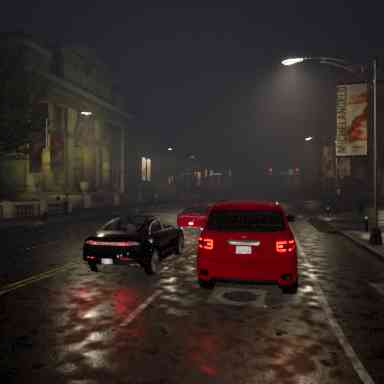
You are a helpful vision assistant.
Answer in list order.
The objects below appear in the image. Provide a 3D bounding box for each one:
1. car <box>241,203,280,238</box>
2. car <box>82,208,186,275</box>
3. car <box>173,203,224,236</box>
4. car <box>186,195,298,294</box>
[{"bbox_3d":[3.962,1.478,18.744,1.882,1.535,5.008,0,0,14],"label":"car"},{"bbox_3d":[-1.573,1.492,10.553,2.128,1.511,4.902,0,0,12],"label":"car"},{"bbox_3d":[0.572,1.478,19.606,1.882,1.535,5.008,0,0,15],"label":"car"},{"bbox_3d":[1.602,1.221,9.084,2.150,2.045,5.566,0,0,13],"label":"car"}]
